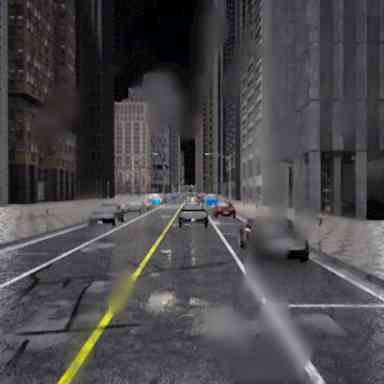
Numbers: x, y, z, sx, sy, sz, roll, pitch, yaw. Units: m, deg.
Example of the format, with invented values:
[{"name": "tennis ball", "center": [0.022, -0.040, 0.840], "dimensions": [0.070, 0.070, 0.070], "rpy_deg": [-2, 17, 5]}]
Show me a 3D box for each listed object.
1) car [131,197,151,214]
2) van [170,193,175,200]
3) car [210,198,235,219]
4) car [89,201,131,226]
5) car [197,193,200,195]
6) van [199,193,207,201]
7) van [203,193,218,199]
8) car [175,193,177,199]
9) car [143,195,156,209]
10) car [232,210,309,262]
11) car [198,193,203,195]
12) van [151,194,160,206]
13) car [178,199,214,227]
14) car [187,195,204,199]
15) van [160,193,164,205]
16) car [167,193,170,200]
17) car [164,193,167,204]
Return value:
[{"name": "car", "center": [-5.799, 1.490, 34.397], "dimensions": [2.008, 1.369, 4.403], "rpy_deg": [0, 0, 0]}, {"name": "van", "center": [-5.851, 1.187, 85.165], "dimensions": [1.690, 1.788, 3.998], "rpy_deg": [0, 0, 0]}, {"name": "car", "center": [2.732, 1.492, 28.770], "dimensions": [1.887, 1.381, 4.507], "rpy_deg": [0, 0, 0]}, {"name": "car", "center": [-5.788, 1.526, 23.116], "dimensions": [1.947, 1.339, 4.313], "rpy_deg": [0, 0, 0]}, {"name": "car", "center": [2.687, 1.431, 73.895], "dimensions": [1.947, 1.339, 4.313], "rpy_deg": [0, 0, 0]}, {"name": "van", "center": [2.680, 1.195, 79.536], "dimensions": [1.690, 1.788, 3.998], "rpy_deg": [0, 0, 0]}, {"name": "van", "center": [2.714, 1.258, 45.692], "dimensions": [1.690, 1.788, 3.998], "rpy_deg": [0, 0, 0]}, {"name": "car", "center": [-5.856, 1.379, 90.806], "dimensions": [1.887, 1.381, 4.507], "rpy_deg": [0, 0, 0]}, {"name": "car", "center": [-5.805, 1.455, 39.868], "dimensions": [1.752, 1.417, 4.829], "rpy_deg": [0, 0, 0]}, {"name": "car", "center": [2.749, 1.544, 11.848], "dimensions": [1.947, 1.339, 4.313], "rpy_deg": [0, 0, 0]}, {"name": "car", "center": [2.692, 1.457, 68.255], "dimensions": [1.802, 1.307, 4.206], "rpy_deg": [0, 0, 0]}, {"name": "van", "center": [-5.811, 1.260, 45.678], "dimensions": [1.690, 1.788, 3.998], "rpy_deg": [0, 0, 0]}, {"name": "car", "center": [0.078, 1.452, 22.141], "dimensions": [2.128, 1.511, 4.902], "rpy_deg": [0, 0, 0]}, {"name": "car", "center": [0.060, 1.417, 41.105], "dimensions": [2.128, 1.511, 4.902], "rpy_deg": [0, 0, 0]}, {"name": "van", "center": [-5.817, 1.250, 51.319], "dimensions": [1.690, 1.788, 3.998], "rpy_deg": [0, 0, 0]}, {"name": "car", "center": [-5.828, 1.203, 62.601], "dimensions": [2.192, 1.841, 5.009], "rpy_deg": [0, 0, 0]}, {"name": "car", "center": [-5.822, 1.339, 56.960], "dimensions": [1.967, 1.590, 4.097], "rpy_deg": [0, 0, 0]}]
